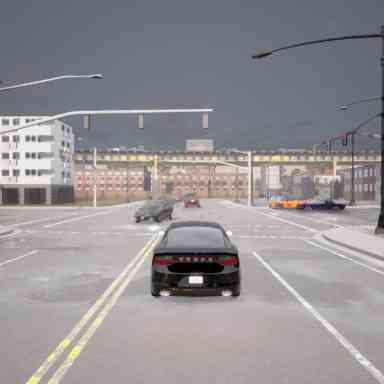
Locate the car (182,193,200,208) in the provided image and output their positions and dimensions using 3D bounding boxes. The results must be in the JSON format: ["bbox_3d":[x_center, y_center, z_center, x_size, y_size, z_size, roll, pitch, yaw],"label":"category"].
[{"bbox_3d":[0.045,1.352,49.140,2.097,1.767,4.553,0,0,-2],"label":"car"}]

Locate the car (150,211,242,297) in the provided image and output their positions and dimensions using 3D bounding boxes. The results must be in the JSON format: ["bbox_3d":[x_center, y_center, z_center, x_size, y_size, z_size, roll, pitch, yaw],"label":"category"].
[{"bbox_3d":[0.082,1.478,8.636,1.882,1.535,5.008,0,0,0],"label":"car"}]

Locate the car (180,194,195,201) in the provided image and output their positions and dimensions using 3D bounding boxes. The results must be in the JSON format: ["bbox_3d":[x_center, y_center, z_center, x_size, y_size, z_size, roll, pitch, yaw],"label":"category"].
[{"bbox_3d":[-1.081,1.355,83.959,2.097,1.767,4.553,0,0,23],"label":"car"}]

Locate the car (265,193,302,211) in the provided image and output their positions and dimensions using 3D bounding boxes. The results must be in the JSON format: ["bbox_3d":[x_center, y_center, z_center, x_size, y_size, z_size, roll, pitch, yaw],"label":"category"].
[{"bbox_3d":[11.412,1.284,39.085,4.553,1.767,2.097,0,0,1],"label":"car"}]

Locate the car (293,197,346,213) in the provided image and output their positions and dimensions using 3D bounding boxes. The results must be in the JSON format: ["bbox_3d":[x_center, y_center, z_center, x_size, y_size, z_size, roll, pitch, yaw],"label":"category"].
[{"bbox_3d":[13.663,1.513,35.539,4.718,1.301,1.895,-1,0,1],"label":"car"}]

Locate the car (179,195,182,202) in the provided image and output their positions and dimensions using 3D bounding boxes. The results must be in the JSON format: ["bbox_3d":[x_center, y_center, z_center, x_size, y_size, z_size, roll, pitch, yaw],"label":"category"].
[{"bbox_3d":[-3.545,1.478,64.061,1.882,1.535,5.008,0,0,1],"label":"car"}]

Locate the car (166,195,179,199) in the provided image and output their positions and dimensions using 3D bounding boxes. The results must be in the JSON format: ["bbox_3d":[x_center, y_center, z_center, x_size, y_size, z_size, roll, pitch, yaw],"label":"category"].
[{"bbox_3d":[-3.569,1.505,54.848,1.837,1.490,4.892,0,0,0],"label":"car"}]

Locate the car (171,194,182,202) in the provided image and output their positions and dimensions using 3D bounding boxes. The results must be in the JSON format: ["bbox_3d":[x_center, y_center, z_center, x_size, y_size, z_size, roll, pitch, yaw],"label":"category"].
[{"bbox_3d":[-3.478,1.355,74.114,2.097,1.767,4.553,0,0,2],"label":"car"}]

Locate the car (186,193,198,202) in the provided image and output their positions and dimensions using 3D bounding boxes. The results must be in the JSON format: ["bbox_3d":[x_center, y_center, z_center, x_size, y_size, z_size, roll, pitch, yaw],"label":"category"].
[{"bbox_3d":[0.077,1.225,74.892,2.150,2.045,5.566,0,0,6],"label":"car"}]

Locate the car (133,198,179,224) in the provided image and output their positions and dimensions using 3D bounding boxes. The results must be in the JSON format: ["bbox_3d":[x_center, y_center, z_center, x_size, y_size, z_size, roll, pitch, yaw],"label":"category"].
[{"bbox_3d":[-2.754,1.481,24.761,1.837,1.490,4.892,-1,0,14],"label":"car"}]
